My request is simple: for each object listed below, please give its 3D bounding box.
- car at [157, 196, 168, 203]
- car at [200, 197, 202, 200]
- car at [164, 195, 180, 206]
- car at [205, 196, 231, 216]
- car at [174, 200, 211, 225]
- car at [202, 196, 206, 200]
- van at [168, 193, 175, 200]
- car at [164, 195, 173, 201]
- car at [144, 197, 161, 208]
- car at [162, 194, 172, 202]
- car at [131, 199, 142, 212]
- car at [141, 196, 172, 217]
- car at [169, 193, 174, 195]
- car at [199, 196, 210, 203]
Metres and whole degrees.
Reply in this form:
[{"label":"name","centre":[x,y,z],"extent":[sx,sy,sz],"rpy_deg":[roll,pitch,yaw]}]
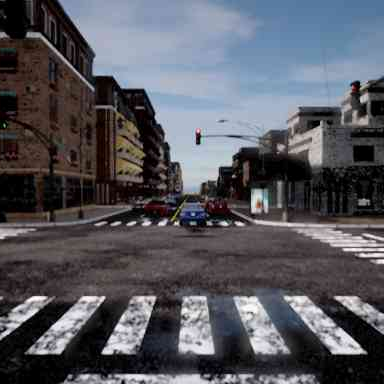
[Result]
[{"label":"car","centre":[-5.846,1.471,66.089],"extent":[1.752,1.417,4.829],"rpy_deg":[0,0,0]},{"label":"car","centre":[2.573,1.501,49.201],"extent":[2.008,1.369,4.403],"rpy_deg":[0,0,0]},{"label":"car","centre":[-3.197,1.498,49.415],"extent":[2.033,1.411,5.357],"rpy_deg":[0,0,0]},{"label":"car","centre":[2.612,1.400,32.110],"extent":[1.967,1.590,4.097],"rpy_deg":[0,0,0]},{"label":"car","centre":[0.051,1.505,23.824],"extent":[2.033,1.411,5.357],"rpy_deg":[0,0,0]},{"label":"car","centre":[2.587,1.535,43.504],"extent":[1.802,1.307,4.206],"rpy_deg":[0,0,0]},{"label":"van","centre":[-5.913,1.295,94.741],"extent":[1.690,1.788,3.998],"rpy_deg":[-1,0,0]},{"label":"car","centre":[-5.885,1.474,83.178],"extent":[1.752,1.417,4.829],"rpy_deg":[-1,0,0]},{"label":"car","centre":[-5.807,1.501,49.169],"extent":[2.008,1.369,4.403],"rpy_deg":[0,0,0]},{"label":"car","centre":[-5.874,1.387,77.651],"extent":[1.967,1.590,4.097],"rpy_deg":[0,0,0]},{"label":"car","centre":[-5.781,1.507,37.775],"extent":[2.008,1.369,4.403],"rpy_deg":[0,0,0]},{"label":"car","centre":[-3.167,1.439,30.887],"extent":[1.882,1.535,5.008],"rpy_deg":[0,1,0]},{"label":"car","centre":[-3.147,1.140,65.245],"extent":[2.033,1.411,5.357],"rpy_deg":[0,0,0]},{"label":"car","centre":[2.535,1.497,66.290],"extent":[2.008,1.369,4.403],"rpy_deg":[-1,0,0]}]
